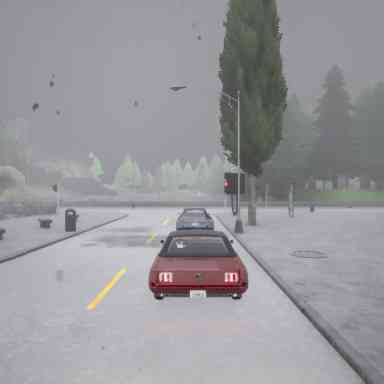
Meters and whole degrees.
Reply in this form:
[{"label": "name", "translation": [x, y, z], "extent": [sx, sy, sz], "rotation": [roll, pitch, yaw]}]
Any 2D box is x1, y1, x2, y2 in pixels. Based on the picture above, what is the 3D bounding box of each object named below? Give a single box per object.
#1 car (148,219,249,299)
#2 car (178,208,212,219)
[{"label": "car", "translation": [0.125, 1.601, 8.373], "extent": [1.895, 1.301, 4.718], "rotation": [0, 0, 0]}, {"label": "car", "translation": [0.157, 1.564, 18.413], "extent": [1.994, 1.385, 4.181], "rotation": [0, 0, 0]}]
